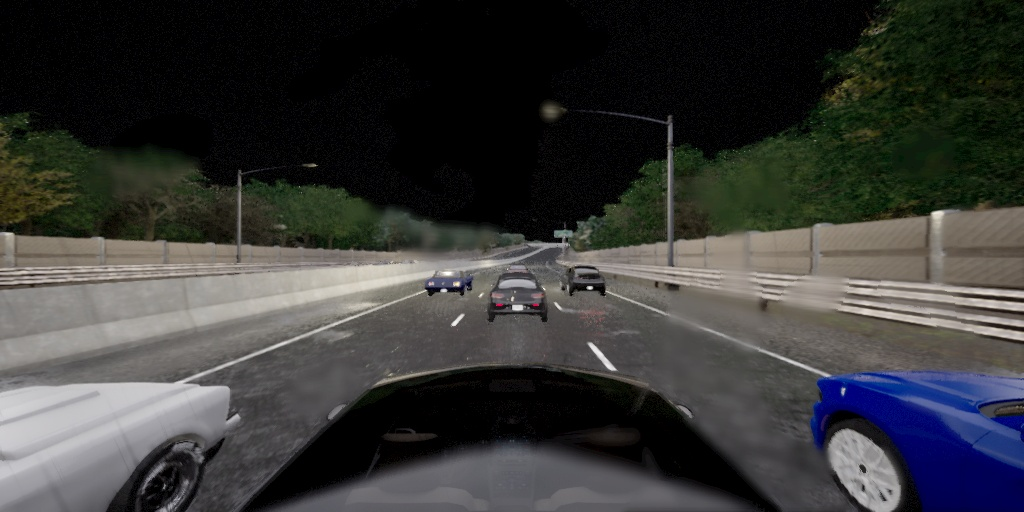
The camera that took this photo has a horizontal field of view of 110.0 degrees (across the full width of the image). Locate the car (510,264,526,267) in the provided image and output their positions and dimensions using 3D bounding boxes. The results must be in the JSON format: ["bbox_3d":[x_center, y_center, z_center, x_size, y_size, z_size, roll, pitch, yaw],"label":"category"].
[{"bbox_3d":[0.521,1.381,30.562,2.033,1.411,5.357,0,0,2],"label":"car"}]

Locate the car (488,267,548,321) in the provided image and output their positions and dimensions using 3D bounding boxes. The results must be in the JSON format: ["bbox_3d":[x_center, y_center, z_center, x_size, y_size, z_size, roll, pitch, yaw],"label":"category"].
[{"bbox_3d":[0.184,1.286,12.350,1.812,1.442,4.674,0,0,1],"label":"car"}]

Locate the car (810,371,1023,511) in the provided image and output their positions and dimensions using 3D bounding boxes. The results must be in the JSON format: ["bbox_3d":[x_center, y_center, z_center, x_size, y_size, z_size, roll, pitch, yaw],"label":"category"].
[{"bbox_3d":[3.612,1.228,1.147,1.882,1.535,5.008,0,0,0],"label":"car"}]

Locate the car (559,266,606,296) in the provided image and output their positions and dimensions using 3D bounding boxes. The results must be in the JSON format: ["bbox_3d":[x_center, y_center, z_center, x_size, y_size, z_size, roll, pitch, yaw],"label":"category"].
[{"bbox_3d":[3.787,1.287,19.639,1.837,1.490,4.892,0,0,1],"label":"car"}]

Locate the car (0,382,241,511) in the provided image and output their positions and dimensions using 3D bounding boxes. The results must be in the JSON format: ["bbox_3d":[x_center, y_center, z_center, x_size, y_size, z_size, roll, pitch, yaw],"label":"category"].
[{"bbox_3d":[-3.390,1.351,1.077,1.895,1.301,4.718,0,0,0],"label":"car"}]

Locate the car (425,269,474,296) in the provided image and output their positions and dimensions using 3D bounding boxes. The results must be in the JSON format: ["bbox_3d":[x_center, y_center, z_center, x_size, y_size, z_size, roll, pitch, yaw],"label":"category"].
[{"bbox_3d":[-3.222,1.380,19.417,1.895,1.301,4.718,0,0,1],"label":"car"}]

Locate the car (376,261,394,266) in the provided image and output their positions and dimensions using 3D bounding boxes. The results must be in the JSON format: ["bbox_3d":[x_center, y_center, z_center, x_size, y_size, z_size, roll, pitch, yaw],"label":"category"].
[{"bbox_3d":[-19.665,1.501,56.008,2.128,1.511,4.902,0,-1,3],"label":"car"}]

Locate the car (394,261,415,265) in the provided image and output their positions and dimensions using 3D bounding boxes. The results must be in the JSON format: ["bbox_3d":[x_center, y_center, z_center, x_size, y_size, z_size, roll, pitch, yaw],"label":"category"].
[{"bbox_3d":[-16.170,1.536,55.827,1.812,1.442,4.674,0,-1,3],"label":"car"}]
